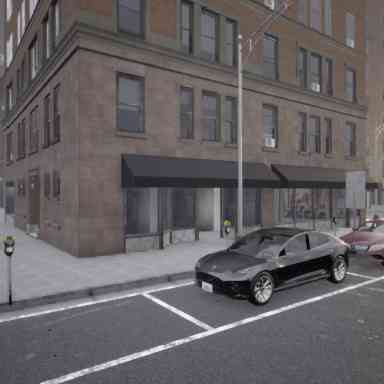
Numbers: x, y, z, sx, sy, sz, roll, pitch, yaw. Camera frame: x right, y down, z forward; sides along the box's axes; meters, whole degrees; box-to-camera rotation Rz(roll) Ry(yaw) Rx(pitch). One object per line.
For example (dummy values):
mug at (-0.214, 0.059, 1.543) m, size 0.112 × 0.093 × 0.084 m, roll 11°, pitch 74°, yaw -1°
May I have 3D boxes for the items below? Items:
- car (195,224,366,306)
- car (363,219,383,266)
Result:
car at (2.077, 1.566, 8.049) m, size 4.313 × 1.339 × 1.947 m, roll 0°, pitch 0°, yaw -36°
car at (6.540, 1.582, 11.267) m, size 4.206 × 1.307 × 1.802 m, roll 0°, pitch 0°, yaw -36°
